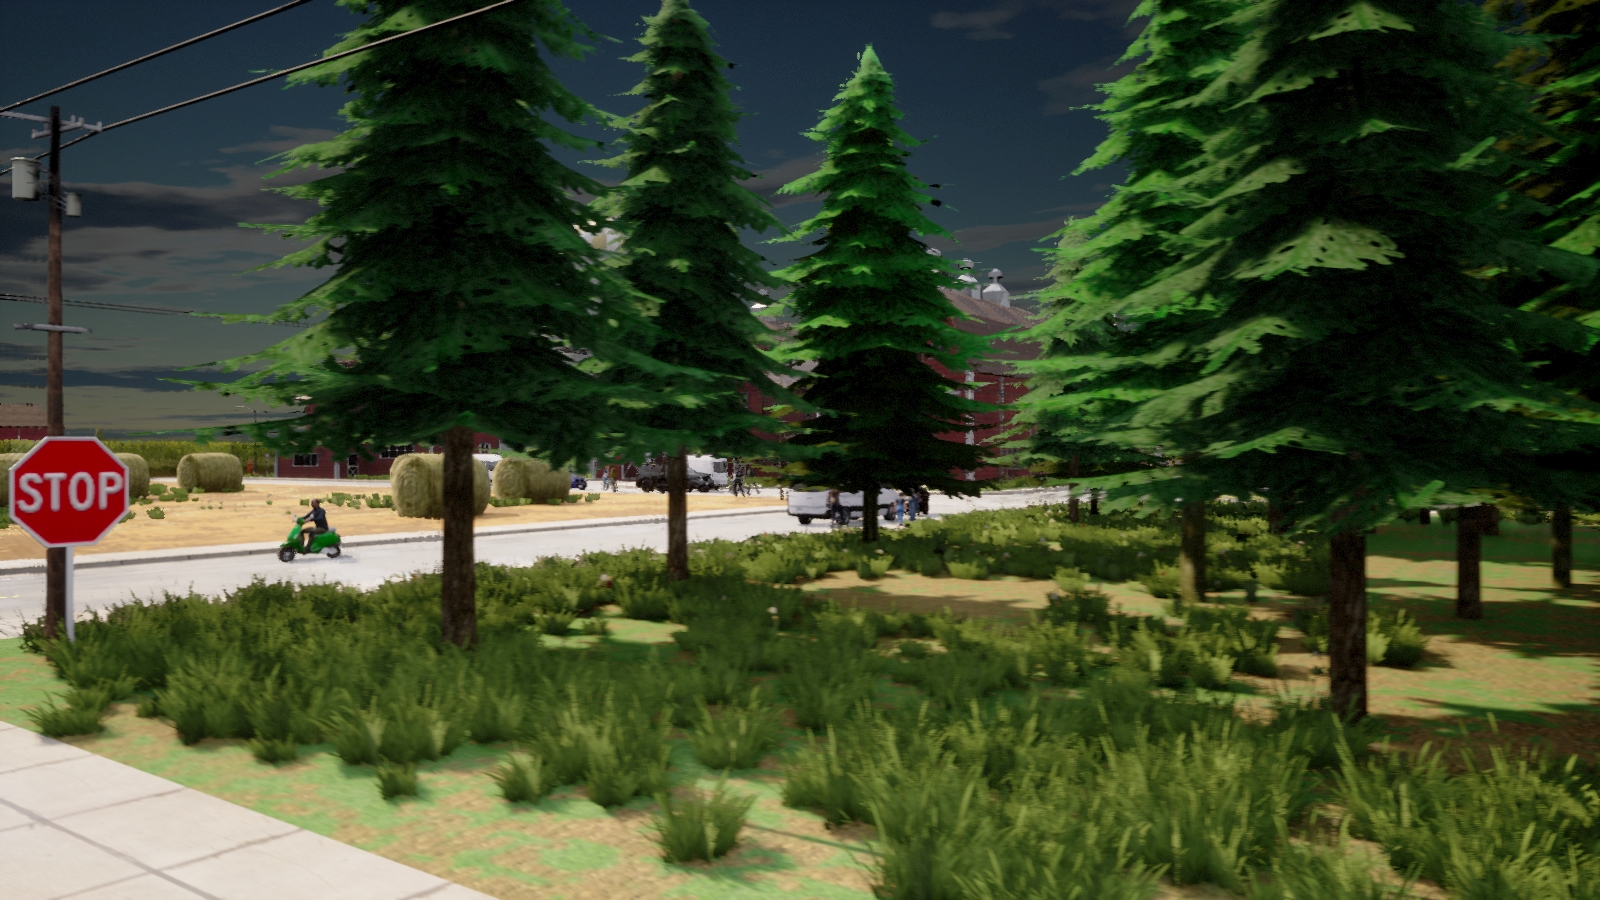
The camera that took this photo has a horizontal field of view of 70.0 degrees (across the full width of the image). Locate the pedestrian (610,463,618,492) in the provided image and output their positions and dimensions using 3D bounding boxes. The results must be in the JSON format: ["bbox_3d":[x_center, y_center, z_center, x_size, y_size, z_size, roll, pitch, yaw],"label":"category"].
[{"bbox_3d":[-11.754,1.733,72.191,0.375,1.860,0.375,0,0,21],"label":"pedestrian"}]

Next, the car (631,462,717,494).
[{"bbox_3d":[-8.383,1.816,75.975,5.566,2.045,2.150,0,0,33],"label":"car"}]

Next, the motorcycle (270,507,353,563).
[{"bbox_3d":[-12.651,2.177,29.632,0.856,1.316,1.805,0,0,34],"label":"motorcycle"}]

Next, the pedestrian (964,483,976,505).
[{"bbox_3d":[8.793,2.260,59.087,0.500,1.100,0.500,0,0,32],"label":"pedestrian"}]

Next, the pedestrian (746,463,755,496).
[{"bbox_3d":[-2.866,1.720,66.691,0.375,1.860,0.375,0,0,32],"label":"pedestrian"}]

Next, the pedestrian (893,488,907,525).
[{"bbox_3d":[3.556,2.002,40.554,0.375,1.300,0.375,0,0,28],"label":"pedestrian"}]

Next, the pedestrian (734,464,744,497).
[{"bbox_3d":[-3.443,1.724,64.298,0.375,1.860,0.375,0,0,-42],"label":"pedestrian"}]

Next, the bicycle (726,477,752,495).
[{"bbox_3d":[-3.902,2.277,73.107,1.487,1.080,0.859,0,0,33],"label":"bicycle"}]
